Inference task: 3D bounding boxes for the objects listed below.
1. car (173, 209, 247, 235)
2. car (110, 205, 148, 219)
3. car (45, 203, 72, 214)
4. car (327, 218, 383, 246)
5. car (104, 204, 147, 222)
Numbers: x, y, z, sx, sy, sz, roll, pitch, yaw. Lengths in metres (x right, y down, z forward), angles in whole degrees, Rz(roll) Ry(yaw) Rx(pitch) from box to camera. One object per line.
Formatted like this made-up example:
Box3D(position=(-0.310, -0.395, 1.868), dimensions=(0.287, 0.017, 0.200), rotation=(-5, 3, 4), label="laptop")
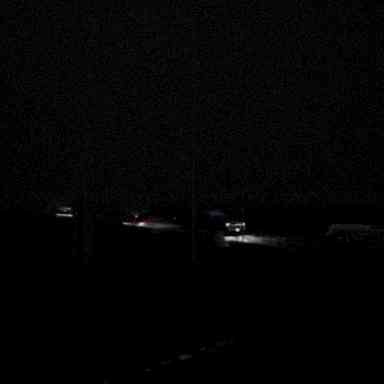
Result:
Box3D(position=(0.958, 1.778, 20.892), dimensions=(2.033, 1.411, 5.357), rotation=(2, -2, -38), label="car")
Box3D(position=(-6.762, 2.058, 35.182), dimensions=(1.895, 1.301, 4.718), rotation=(2, -2, -40), label="car")
Box3D(position=(-17.102, 2.101, 42.707), dimensions=(1.895, 1.301, 4.718), rotation=(2, -2, -42), label="car")
Box3D(position=(8.662, 1.818, 14.916), dimensions=(4.718, 1.301, 1.895), rotation=(0, -1, 35), label="car")
Box3D(position=(-6.232, 1.837, 30.018), dimensions=(2.128, 1.511, 4.902), rotation=(2, -2, -39), label="car")
